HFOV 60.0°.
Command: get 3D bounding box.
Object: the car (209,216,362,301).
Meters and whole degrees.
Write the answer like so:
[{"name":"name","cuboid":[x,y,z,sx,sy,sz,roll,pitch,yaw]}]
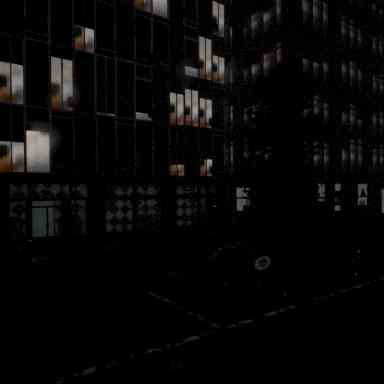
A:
[{"name":"car","cuboid":[2.355,1.439,8.234,4.097,1.590,1.967,0,-1,-35]}]
